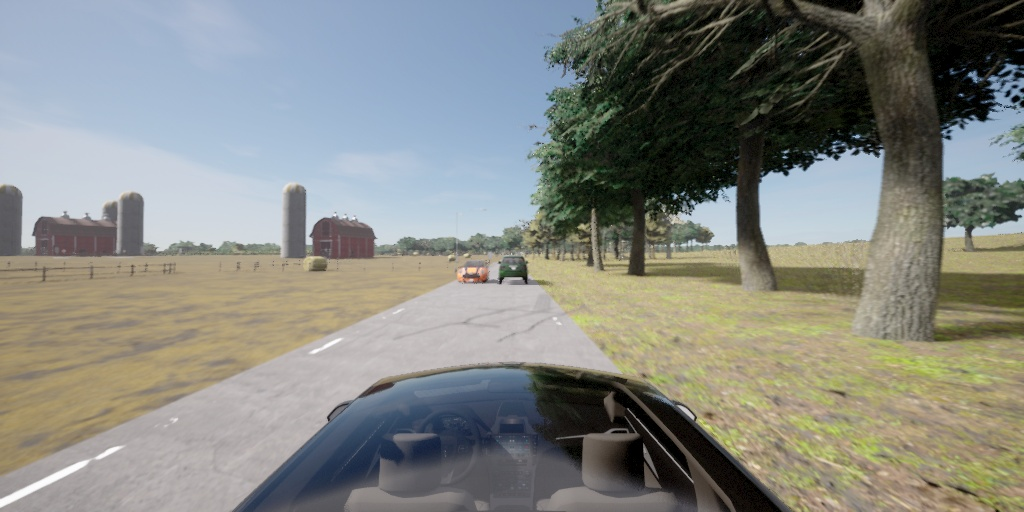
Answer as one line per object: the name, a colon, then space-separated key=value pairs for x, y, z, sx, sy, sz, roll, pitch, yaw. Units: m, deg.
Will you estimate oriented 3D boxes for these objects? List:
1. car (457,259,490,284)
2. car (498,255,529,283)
car: x=-2.835 y=1.114 z=27.209 sx=2.097 sy=1.767 sz=4.553 roll=0 pitch=0 yaw=0
car: x=0.112 y=0.982 z=27.932 sx=2.150 sy=2.045 sz=5.566 roll=0 pitch=0 yaw=0
